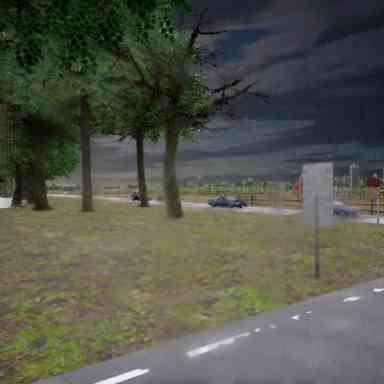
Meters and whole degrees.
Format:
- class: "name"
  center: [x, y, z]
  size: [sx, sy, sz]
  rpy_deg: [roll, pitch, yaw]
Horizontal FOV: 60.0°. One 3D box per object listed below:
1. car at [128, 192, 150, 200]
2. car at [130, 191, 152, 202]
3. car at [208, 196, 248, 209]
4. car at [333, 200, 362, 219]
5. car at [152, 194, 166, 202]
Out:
- class: "car"
  center: [-10.152, 0.721, 63.197]
  size: [2.128, 1.511, 4.902]
  rpy_deg: [-1, 1, -36]
- class: "car"
  center: [-8.346, 0.699, 55.973]
  size: [2.097, 1.767, 4.553]
  rpy_deg: [-1, 1, -36]
- class: "car"
  center: [4.022, 1.184, 38.680]
  size: [2.033, 1.411, 5.357]
  rpy_deg: [-1, 1, -36]
- class: "car"
  center: [11.734, 1.374, 27.970]
  size: [1.812, 1.442, 4.674]
  rpy_deg: [-1, 1, -35]
- class: "car"
  center: [-4.240, 0.919, 55.097]
  size: [1.994, 1.385, 4.181]
  rpy_deg: [-1, 1, -35]
